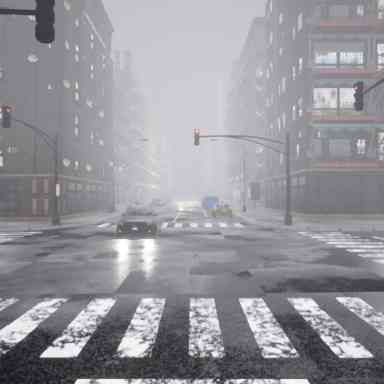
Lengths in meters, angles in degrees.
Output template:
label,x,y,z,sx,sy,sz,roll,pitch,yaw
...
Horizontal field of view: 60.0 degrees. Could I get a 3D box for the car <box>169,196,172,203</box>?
label,x,y,z,sx,sy,sz,roll,pitch,yaw
car,-5.281,1.627,61.186,1.802,1.307,4.206,1,0,0

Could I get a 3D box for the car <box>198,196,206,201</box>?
label,x,y,z,sx,sy,sz,roll,pitch,yaw
car,2.609,1.627,83.862,1.887,1.381,4.507,1,0,0

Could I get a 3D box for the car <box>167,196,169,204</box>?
label,x,y,z,sx,sy,sz,roll,pitch,yaw
car,-5.283,1.563,55.358,1.752,1.417,4.829,1,0,0

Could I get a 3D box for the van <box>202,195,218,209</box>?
label,x,y,z,sx,sy,sz,roll,pitch,yaw
van,2.628,1.366,44.272,1.690,1.788,3.998,1,0,0

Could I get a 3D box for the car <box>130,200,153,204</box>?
label,x,y,z,sx,sy,sz,roll,pitch,yaw
car,-5.421,1.565,32.897,2.008,1.369,4.403,1,0,0

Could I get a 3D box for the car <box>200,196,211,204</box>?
label,x,y,z,sx,sy,sz,roll,pitch,yaw
car,2.602,1.604,66.894,2.008,1.369,4.403,1,0,0

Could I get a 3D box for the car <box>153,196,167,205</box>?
label,x,y,z,sx,sy,sz,roll,pitch,yaw
car,-5.286,1.613,49.870,1.802,1.307,4.206,1,0,0

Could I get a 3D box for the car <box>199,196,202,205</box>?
label,x,y,z,sx,sy,sz,roll,pitch,yaw
car,2.598,1.347,49.925,2.192,1.841,5.009,1,0,0

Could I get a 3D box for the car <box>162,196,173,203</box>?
label,x,y,z,sx,sy,sz,roll,pitch,yaw
car,-5.276,1.612,72.501,2.008,1.369,4.403,1,0,0

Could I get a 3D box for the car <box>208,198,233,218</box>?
label,x,y,z,sx,sy,sz,roll,pitch,yaw
car,2.717,1.537,30.438,1.752,1.417,4.829,1,0,0

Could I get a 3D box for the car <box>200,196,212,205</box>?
label,x,y,z,sx,sy,sz,roll,pitch,yaw
car,2.601,1.485,61.238,1.967,1.590,4.097,1,0,0

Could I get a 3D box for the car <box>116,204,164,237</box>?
label,x,y,z,sx,sy,sz,roll,pitch,yaw
car,-2.741,1.571,17.922,1.994,1.385,4.181,0,0,0
